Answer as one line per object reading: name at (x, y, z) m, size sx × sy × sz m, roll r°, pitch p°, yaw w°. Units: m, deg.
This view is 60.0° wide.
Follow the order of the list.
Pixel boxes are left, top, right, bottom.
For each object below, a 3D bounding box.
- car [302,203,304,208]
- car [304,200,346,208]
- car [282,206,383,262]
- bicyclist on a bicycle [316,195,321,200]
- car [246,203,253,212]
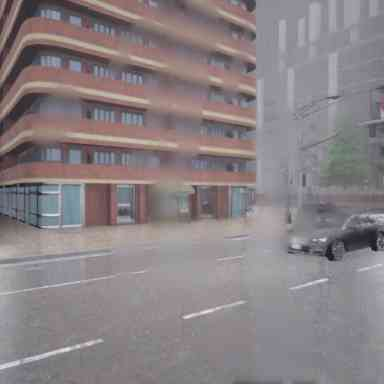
car at (12.899, 1.526, 33.330) m, size 1.812 × 1.442 × 4.674 m, roll 0°, pitch 0°, yaw -36°
car at (12.072, 1.564, 28.222) m, size 1.994 × 1.385 × 4.181 m, roll 0°, pitch 0°, yaw -33°
car at (5.344, 1.491, 12.225) m, size 4.902 × 1.511 × 2.128 m, roll 0°, pitch 0°, yaw -36°
bicyclist on a bicycle at (17.784, 1.301, 46.920) m, size 1.656 × 1.620 × 0.582 m, roll 0°, pitch 0°, yaw -36°
car at (4.895, 1.505, 38.316) m, size 1.837 × 1.490 × 4.892 m, roll 0°, pitch 0°, yaw -36°
